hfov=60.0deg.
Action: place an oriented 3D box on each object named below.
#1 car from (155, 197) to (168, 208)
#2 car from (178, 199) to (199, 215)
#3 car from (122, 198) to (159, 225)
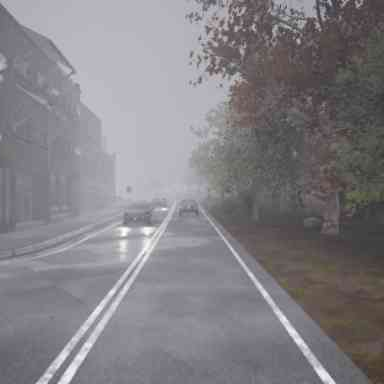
[{"bbox_3d":[-4.045,1.265,41.689,1.994,1.385,4.181,0,1,-1],"label":"car"},{"bbox_3d":[-0.338,1.387,31.447,2.033,1.411,5.357,0,1,-2],"label":"car"},{"bbox_3d":[-3.600,1.422,23.234,1.837,1.490,4.892,0,0,-1],"label":"car"}]
